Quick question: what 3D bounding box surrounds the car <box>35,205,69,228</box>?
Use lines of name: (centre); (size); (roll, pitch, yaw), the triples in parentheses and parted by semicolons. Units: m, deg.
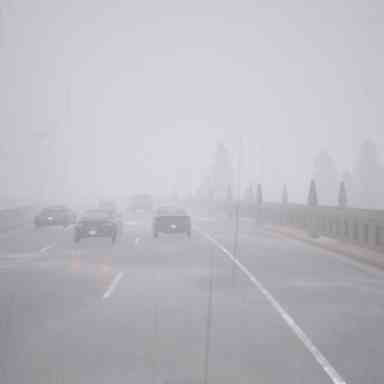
car: (-9.034, 1.579, 22.239); (1.994, 1.385, 4.181); (0, 0, -11)

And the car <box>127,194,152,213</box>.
car: (-5.833, 1.256, 37.230); (2.150, 2.045, 5.566); (0, 0, -19)

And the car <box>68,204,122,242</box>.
car: (-4.493, 1.530, 16.300); (1.812, 1.442, 4.674); (0, 0, -8)

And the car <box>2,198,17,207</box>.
car: (-29.191, 1.643, 53.159); (2.128, 1.511, 4.902); (0, 0, -32)

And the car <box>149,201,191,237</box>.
car: (-1.233, 1.482, 18.252); (1.882, 1.535, 5.008); (0, 0, -8)

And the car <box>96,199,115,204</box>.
car: (-9.634, 1.534, 37.343); (2.128, 1.511, 4.902); (0, 0, -20)
